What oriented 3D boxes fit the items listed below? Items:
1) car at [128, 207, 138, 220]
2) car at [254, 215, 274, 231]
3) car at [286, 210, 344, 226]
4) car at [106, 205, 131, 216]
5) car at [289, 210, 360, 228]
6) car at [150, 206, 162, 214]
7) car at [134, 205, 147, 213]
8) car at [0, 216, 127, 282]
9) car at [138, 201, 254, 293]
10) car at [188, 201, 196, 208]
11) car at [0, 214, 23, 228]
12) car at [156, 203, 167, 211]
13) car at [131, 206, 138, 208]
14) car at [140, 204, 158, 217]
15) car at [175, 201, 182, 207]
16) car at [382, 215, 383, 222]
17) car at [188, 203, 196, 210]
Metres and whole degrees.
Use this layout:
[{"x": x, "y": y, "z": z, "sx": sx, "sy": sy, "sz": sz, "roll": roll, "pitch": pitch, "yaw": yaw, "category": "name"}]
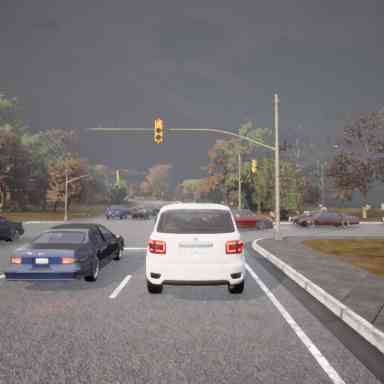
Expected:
[{"x": -7.071, "y": 3.150, "z": 45.821, "sx": 1.895, "sy": 1.301, "sz": 4.718, "roll": 0, "pitch": -2, "yaw": -1, "category": "car"}, {"x": 3.850, "y": 2.028, "z": 25.409, "sx": 4.553, "sy": 1.767, "sz": 2.097, "roll": 0, "pitch": -3, "yaw": 1, "category": "car"}, {"x": 12.007, "y": 2.493, "z": 32.670, "sx": 4.902, "sy": 1.511, "sz": 2.128, "roll": 0, "pitch": -3, "yaw": -1, "category": "car"}, {"x": -10.592, "y": 2.815, "z": 47.182, "sx": 2.150, "sy": 2.045, "sz": 5.566, "roll": 0, "pitch": -2, "yaw": -2, "category": "car"}, {"x": 11.726, "y": 2.391, "z": 29.155, "sx": 5.357, "sy": 1.411, "sz": 2.033, "roll": 0, "pitch": -3, "yaw": -1, "category": "car"}, {"x": -7.018, "y": 3.490, "z": 65.271, "sx": 1.895, "sy": 1.301, "sz": 4.718, "roll": 0, "pitch": 0, "yaw": 1, "category": "car"}, {"x": -10.487, "y": 3.490, "z": 67.758, "sx": 1.895, "sy": 1.301, "sz": 4.718, "roll": 0, "pitch": 0, "yaw": 0, "category": "car"}, {"x": -3.414, "y": 1.665, "z": 10.057, "sx": 2.033, "sy": 1.411, "sz": 5.357, "roll": 0, "pitch": -1, "yaw": 0, "category": "car"}, {"x": 0.086, "y": 1.321, "z": 9.202, "sx": 2.150, "sy": 2.045, "sz": 5.566, "roll": 0, "pitch": -1, "yaw": 0, "category": "car"}, {"x": -0.088, "y": 3.299, "z": 87.819, "sx": 1.837, "sy": 1.490, "sz": 4.892, "roll": 0, "pitch": 0, "yaw": -3, "category": "car"}, {"x": -9.953, "y": 1.819, "z": 15.651, "sx": 2.033, "sy": 1.411, "sz": 5.357, "roll": 0, "pitch": -2, "yaw": 1, "category": "car"}, {"x": -6.974, "y": 3.391, "z": 75.968, "sx": 2.033, "sy": 1.411, "sz": 5.357, "roll": 0, "pitch": 0, "yaw": 0, "category": "car"}, {"x": -10.558, "y": 3.377, "z": 57.475, "sx": 2.033, "sy": 1.411, "sz": 5.357, "roll": 0, "pitch": -1, "yaw": 1, "category": "car"}, {"x": -7.071, "y": 3.015, "z": 55.349, "sx": 2.150, "sy": 2.045, "sz": 5.566, "roll": 0, "pitch": -1, "yaw": 0, "category": "car"}, {"x": -3.564, "y": 3.105, "z": 87.467, "sx": 1.882, "sy": 1.535, "sz": 5.008, "roll": 0, "pitch": 0, "yaw": -3, "category": "car"}, {"x": 21.429, "y": 2.510, "z": 33.030, "sx": 4.902, "sy": 1.511, "sz": 2.128, "roll": 0, "pitch": -3, "yaw": -3, "category": "car"}, {"x": 0.026, "y": 3.343, "z": 77.667, "sx": 1.837, "sy": 1.490, "sz": 4.892, "roll": 0, "pitch": 0, "yaw": 0, "category": "car"}]
